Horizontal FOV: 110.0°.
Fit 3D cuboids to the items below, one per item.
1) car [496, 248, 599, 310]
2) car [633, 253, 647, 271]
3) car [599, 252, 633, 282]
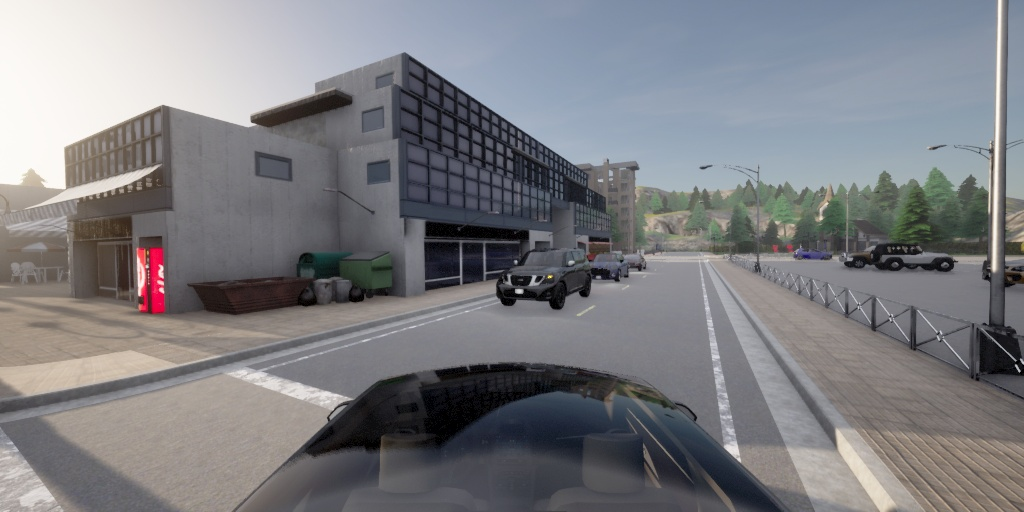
[{"bbox_3d":[1.493,0.710,13.897,2.150,2.045,5.566,0,1,27],"label":"car"},{"bbox_3d":[10.706,0.507,31.726,1.812,1.442,4.674,0,1,28],"label":"car"},{"bbox_3d":[6.007,0.592,22.637,2.097,1.767,4.553,0,1,27],"label":"car"}]
